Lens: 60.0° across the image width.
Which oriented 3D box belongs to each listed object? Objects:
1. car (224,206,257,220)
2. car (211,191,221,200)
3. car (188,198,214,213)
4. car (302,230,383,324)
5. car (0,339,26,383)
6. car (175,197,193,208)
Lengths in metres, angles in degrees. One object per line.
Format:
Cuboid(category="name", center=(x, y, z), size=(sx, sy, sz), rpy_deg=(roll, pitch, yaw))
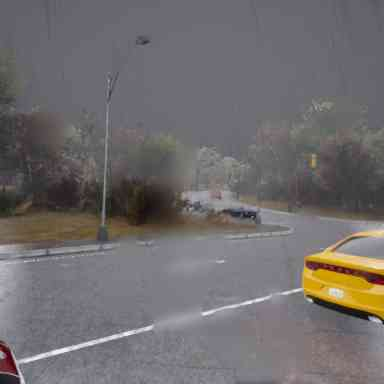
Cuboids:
Cuboid(category="car", center=(5.079, 2.150, 34.468), size=(1.895, 1.301, 4.718), rpy_deg=(3, -1, -23))
Cuboid(category="car", center=(5.740, 0.746, 79.003), size=(2.150, 2.045, 5.566), rpy_deg=(2, 2, -1))
Cuboid(category="car", center=(1.472, 1.922, 44.055), size=(1.837, 1.490, 4.892), rpy_deg=(2, 0, -18))
Cuboid(category="car", center=(4.400, 1.543, 6.895), size=(5.008, 1.535, 1.882), rpy_deg=(1, -1, -35))
Cuboid(category="car", center=(-3.190, 1.353, 1.475), size=(4.553, 1.767, 2.097), rpy_deg=(0, 0, -35))
Cuboid(category="car", center=(-1.282, 1.694, 53.666), size=(1.994, 1.385, 4.181), rpy_deg=(2, 2, -14))
